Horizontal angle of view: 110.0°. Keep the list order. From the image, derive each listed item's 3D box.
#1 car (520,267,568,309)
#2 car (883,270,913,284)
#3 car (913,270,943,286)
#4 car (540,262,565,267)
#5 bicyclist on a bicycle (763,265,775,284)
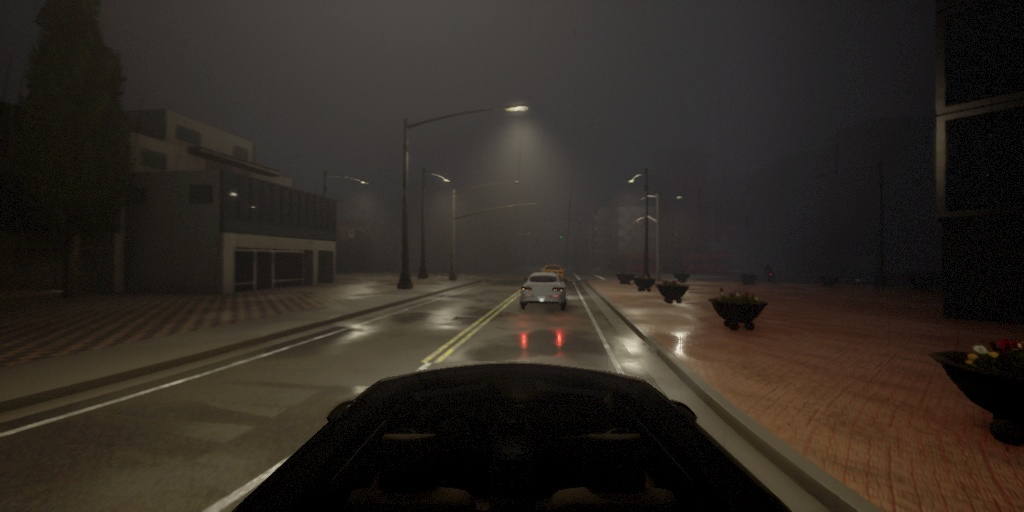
[{"bbox_3d":[1.438,1.410,15.670,1.812,1.442,4.674,0,0,8],"label":"car"},{"bbox_3d":[43.103,2.207,37.793,5.008,1.535,1.882,1,0,8],"label":"car"},{"bbox_3d":[42.477,2.185,34.346,4.902,1.511,2.128,1,0,8],"label":"car"},{"bbox_3d":[3.511,1.508,30.647,1.882,1.535,5.008,0,0,8],"label":"car"},{"bbox_3d":[22.233,1.588,31.068,0.582,1.620,1.656,1,-1,7],"label":"bicyclist on a bicycle"}]
